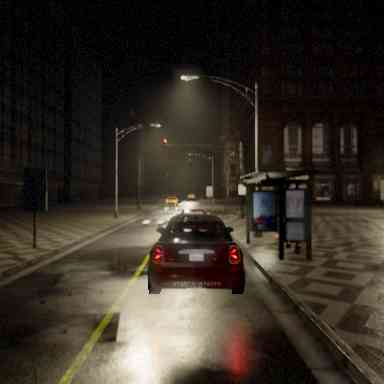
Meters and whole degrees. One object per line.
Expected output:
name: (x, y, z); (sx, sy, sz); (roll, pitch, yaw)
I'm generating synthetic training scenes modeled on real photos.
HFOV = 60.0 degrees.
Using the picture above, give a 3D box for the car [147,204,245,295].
car: (0.087, 1.368, 8.941); (2.097, 1.767, 4.553); (0, 0, 0)

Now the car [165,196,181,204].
car: (-3.159, 1.495, 52.270); (1.882, 1.535, 5.008); (0, 0, 0)

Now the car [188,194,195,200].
car: (-0.126, 1.277, 85.444); (1.882, 1.535, 5.008); (0, 0, 0)

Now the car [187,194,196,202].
car: (-0.112, 1.574, 75.469); (1.895, 1.301, 4.718); (0, 0, 0)

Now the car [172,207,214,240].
car: (0.069, 1.590, 17.878); (1.994, 1.385, 4.181); (0, 0, 0)
